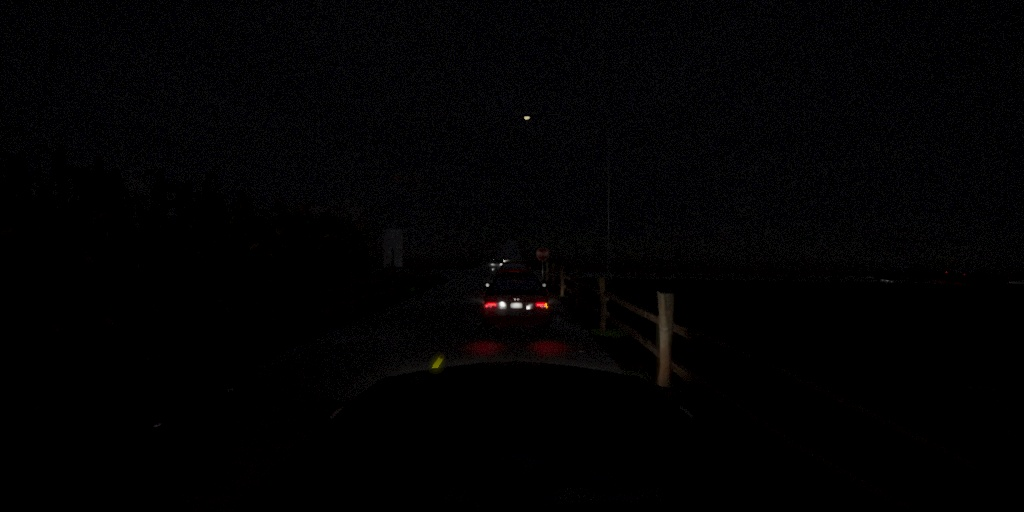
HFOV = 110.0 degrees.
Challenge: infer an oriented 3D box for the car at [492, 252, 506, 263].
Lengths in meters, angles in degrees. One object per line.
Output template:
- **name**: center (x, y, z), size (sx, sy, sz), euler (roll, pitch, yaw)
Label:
- **car**: center (-2.496, 0.433, 62.513), size (1.837, 1.490, 4.892), euler (0, 2, 1)

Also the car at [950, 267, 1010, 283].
- **car**: center (42.930, 1.773, 33.144), size (4.181, 1.385, 1.994), euler (1, 2, 1)

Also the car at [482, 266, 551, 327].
- **car**: center (0.121, 1.203, 11.053), size (2.033, 1.411, 5.357), euler (0, 1, 0)

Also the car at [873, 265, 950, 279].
- **car**: center (39.750, 1.588, 36.038), size (5.357, 1.411, 2.033), euler (1, 2, 1)

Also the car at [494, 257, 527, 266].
- **car**: center (0.139, 1.033, 20.957), size (1.882, 1.535, 5.008), euler (0, 1, 1)
